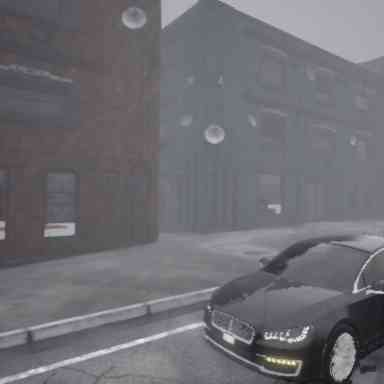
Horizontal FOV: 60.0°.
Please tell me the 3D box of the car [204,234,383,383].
[{"bbox_3d":[2.415,1.510,5.414,4.892,1.490,1.837,0,0,-36],"label":"car"}]
